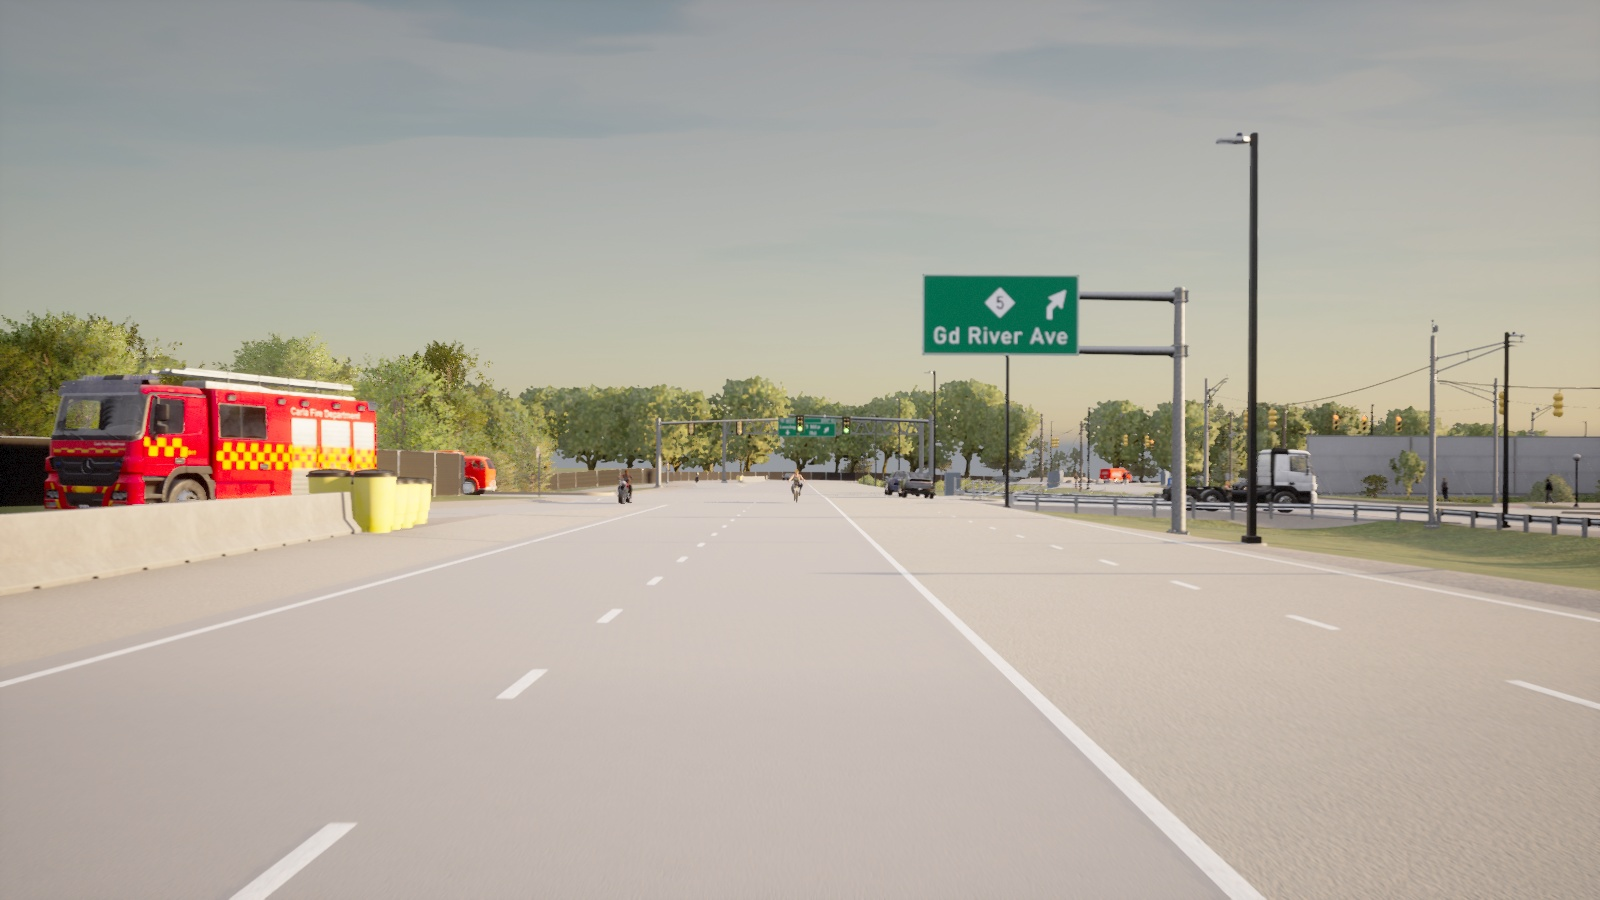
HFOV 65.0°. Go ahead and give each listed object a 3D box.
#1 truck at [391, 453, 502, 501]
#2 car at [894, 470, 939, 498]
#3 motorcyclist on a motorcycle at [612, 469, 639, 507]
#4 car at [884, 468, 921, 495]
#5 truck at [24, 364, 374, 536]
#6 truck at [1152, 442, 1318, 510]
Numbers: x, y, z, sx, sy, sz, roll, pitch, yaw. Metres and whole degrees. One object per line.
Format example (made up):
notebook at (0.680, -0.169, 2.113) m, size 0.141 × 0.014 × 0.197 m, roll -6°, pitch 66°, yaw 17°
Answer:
truck at (-18.958, 1.428, 67.505) m, size 5.204 × 2.467 × 2.627 m, roll 0°, pitch 0°, yaw 0°
car at (6.844, 1.998, 74.305) m, size 2.128 × 1.511 × 4.902 m, roll 2°, pitch -1°, yaw 0°
motorcyclist on a motorcycle at (-7.898, 1.707, 56.881) m, size 0.766 × 1.649 × 2.350 m, roll 0°, pitch -1°, yaw 3°
car at (6.816, 2.099, 84.042) m, size 2.097 × 1.767 × 4.553 m, roll 0°, pitch -1°, yaw 0°
truck at (-14.995, 0.080, 32.368) m, size 2.891 × 3.827 × 8.468 m, roll 0°, pitch -1°, yaw 20°
truck at (23.337, 1.384, 67.657) m, size 7.936 × 3.462 × 2.891 m, roll 1°, pitch -1°, yaw 1°
